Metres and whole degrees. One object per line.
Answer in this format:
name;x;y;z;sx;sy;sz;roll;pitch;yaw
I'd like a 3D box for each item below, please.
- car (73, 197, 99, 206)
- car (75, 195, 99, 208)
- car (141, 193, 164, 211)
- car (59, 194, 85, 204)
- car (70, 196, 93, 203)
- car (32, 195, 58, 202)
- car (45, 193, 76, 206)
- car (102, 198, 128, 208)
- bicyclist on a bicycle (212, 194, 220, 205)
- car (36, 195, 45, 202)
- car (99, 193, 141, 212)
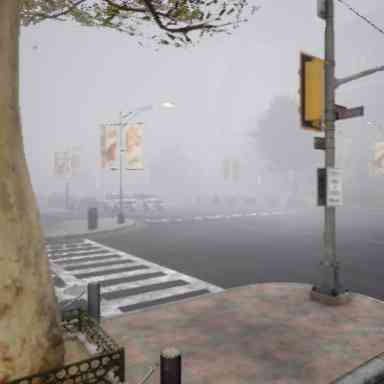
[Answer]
car;-17.723;1.537;55.506;4.718;1.301;1.895;0;0;43
car;-14.090;1.450;46.000;1.837;1.490;4.892;0;0;-37
car;-5.510;1.154;40.125;2.150;2.045;5.566;0;0;-35
car;-23.209;1.286;64.108;4.553;1.767;2.097;0;0;26
car;-22.466;1.477;67.665;4.181;1.385;1.994;0;0;26
car;-31.496;1.361;71.178;5.008;1.535;1.882;0;0;12
car;-21.044;1.171;53.809;5.566;2.045;2.150;0;0;40
car;-11.231;1.534;48.044;1.895;1.301;4.718;0;0;-37
bicyclist on a bicycle;3.783;1.181;52.040;1.656;1.620;0.582;-1;0;-36
car;-32.455;1.403;67.812;4.892;1.490;1.837;0;0;12
car;-8.362;1.167;38.097;2.150;2.045;5.566;0;0;-35
